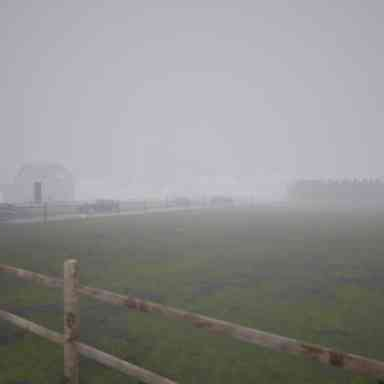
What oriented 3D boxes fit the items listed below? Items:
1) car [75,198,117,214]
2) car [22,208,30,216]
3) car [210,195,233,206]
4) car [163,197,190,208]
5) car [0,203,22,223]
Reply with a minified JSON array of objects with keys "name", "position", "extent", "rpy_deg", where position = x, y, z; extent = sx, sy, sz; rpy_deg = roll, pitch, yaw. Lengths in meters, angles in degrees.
[{"name":"car","position":[-10.130,1.476,35.530],"extent":[1.882,1.535,5.008],"rpy_deg":[-1,0,34]},{"name":"car","position":[-16.022,1.590,26.914],"extent":[2.033,1.411,5.357],"rpy_deg":[-1,0,34]},{"name":"car","position":[4.640,1.220,51.890],"extent":[2.097,1.767,4.553],"rpy_deg":[-1,0,35]},{"name":"car","position":[-2.160,1.429,47.091],"extent":[2.128,1.511,4.902],"rpy_deg":[-1,0,35]},{"name":"car","position":[-14.746,1.581,23.436],"extent":[1.994,1.385,4.181],"rpy_deg":[-1,0,32]}]
